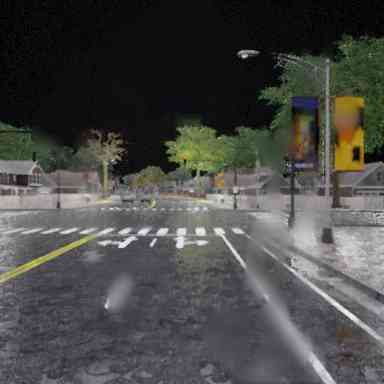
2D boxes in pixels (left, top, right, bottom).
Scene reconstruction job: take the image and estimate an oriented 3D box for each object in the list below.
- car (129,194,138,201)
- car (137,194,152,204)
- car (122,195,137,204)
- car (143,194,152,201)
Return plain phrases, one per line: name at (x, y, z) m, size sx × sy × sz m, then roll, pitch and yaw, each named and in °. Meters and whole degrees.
car at (-13.529, 1.316, 77.067) m, size 1.812 × 1.442 × 4.674 m, roll 0°, pitch 0°, yaw -7°
car at (-8.630, 1.393, 62.096) m, size 2.033 × 1.411 × 5.357 m, roll 0°, pitch 0°, yaw -5°
car at (-11.870, 1.327, 61.709) m, size 1.882 × 1.535 × 5.008 m, roll 0°, pitch 0°, yaw -5°
car at (-10.307, 1.314, 77.487) m, size 2.128 × 1.511 × 4.902 m, roll 0°, pitch 0°, yaw -7°
